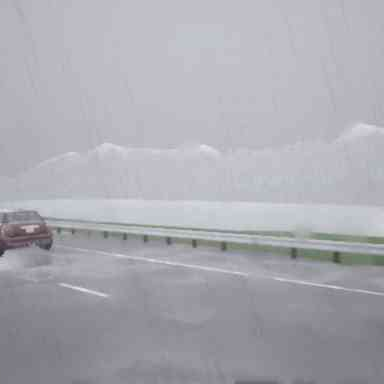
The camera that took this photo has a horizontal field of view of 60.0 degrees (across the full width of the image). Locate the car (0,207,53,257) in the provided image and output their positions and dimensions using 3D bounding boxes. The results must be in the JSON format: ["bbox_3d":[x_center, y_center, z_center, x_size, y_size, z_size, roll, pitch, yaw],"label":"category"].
[{"bbox_3d":[-7.810,1.483,13.740,4.553,1.767,2.097,-1,-1,36],"label":"car"}]
